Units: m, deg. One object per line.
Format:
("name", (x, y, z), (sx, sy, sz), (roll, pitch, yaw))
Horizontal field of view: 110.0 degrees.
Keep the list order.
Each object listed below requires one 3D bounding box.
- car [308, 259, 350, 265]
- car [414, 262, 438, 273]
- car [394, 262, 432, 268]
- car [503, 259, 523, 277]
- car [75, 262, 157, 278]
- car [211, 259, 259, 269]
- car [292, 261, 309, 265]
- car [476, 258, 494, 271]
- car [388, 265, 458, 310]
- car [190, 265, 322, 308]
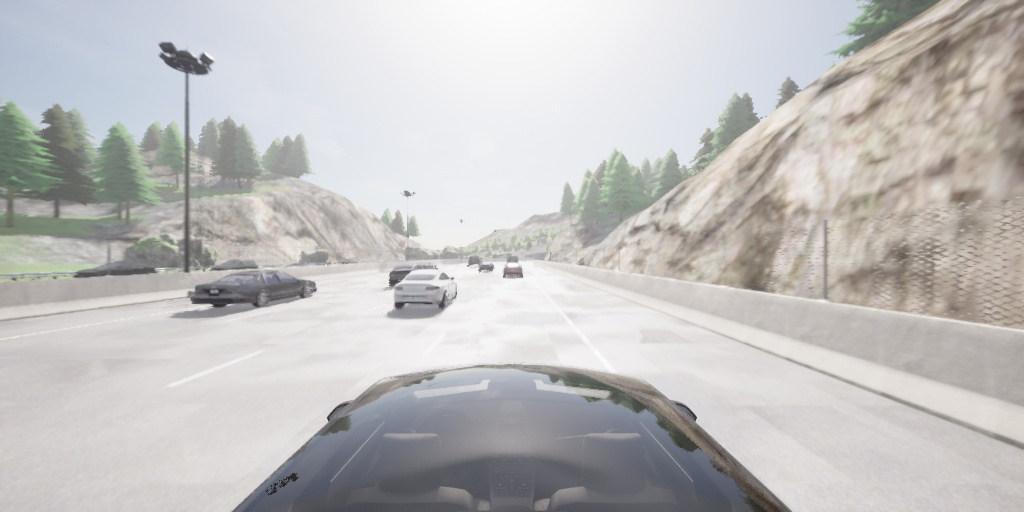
("car", (-21.063, 1.360, 41.587), (1.895, 1.301, 4.718), (0, 0, 0))
("car", (-10.417, 1.361, 43.739), (1.895, 1.301, 4.718), (0, 0, 0))
("car", (-6.904, 1.260, 24.475), (1.837, 1.490, 4.892), (0, 0, 0))
("car", (0.098, 1.324, 36.151), (1.994, 1.385, 4.181), (0, 0, 0))
("car", (-31.579, 1.233, 28.800), (1.882, 1.535, 5.008), (0, 0, 0))
("car", (-28.046, 1.109, 36.478), (2.097, 1.767, 4.553), (0, 0, 0))
("car", (-24.546, 1.323, 41.959), (1.994, 1.385, 4.181), (0, 0, 1))
("car", (-3.410, 1.363, 48.967), (1.895, 1.301, 4.718), (0, 0, 0))
("car", (-3.404, 1.279, 14.672), (1.812, 1.442, 4.674), (0, 0, 0))
("car", (-10.476, 1.300, 15.133), (2.033, 1.411, 5.357), (0, 0, 0))
